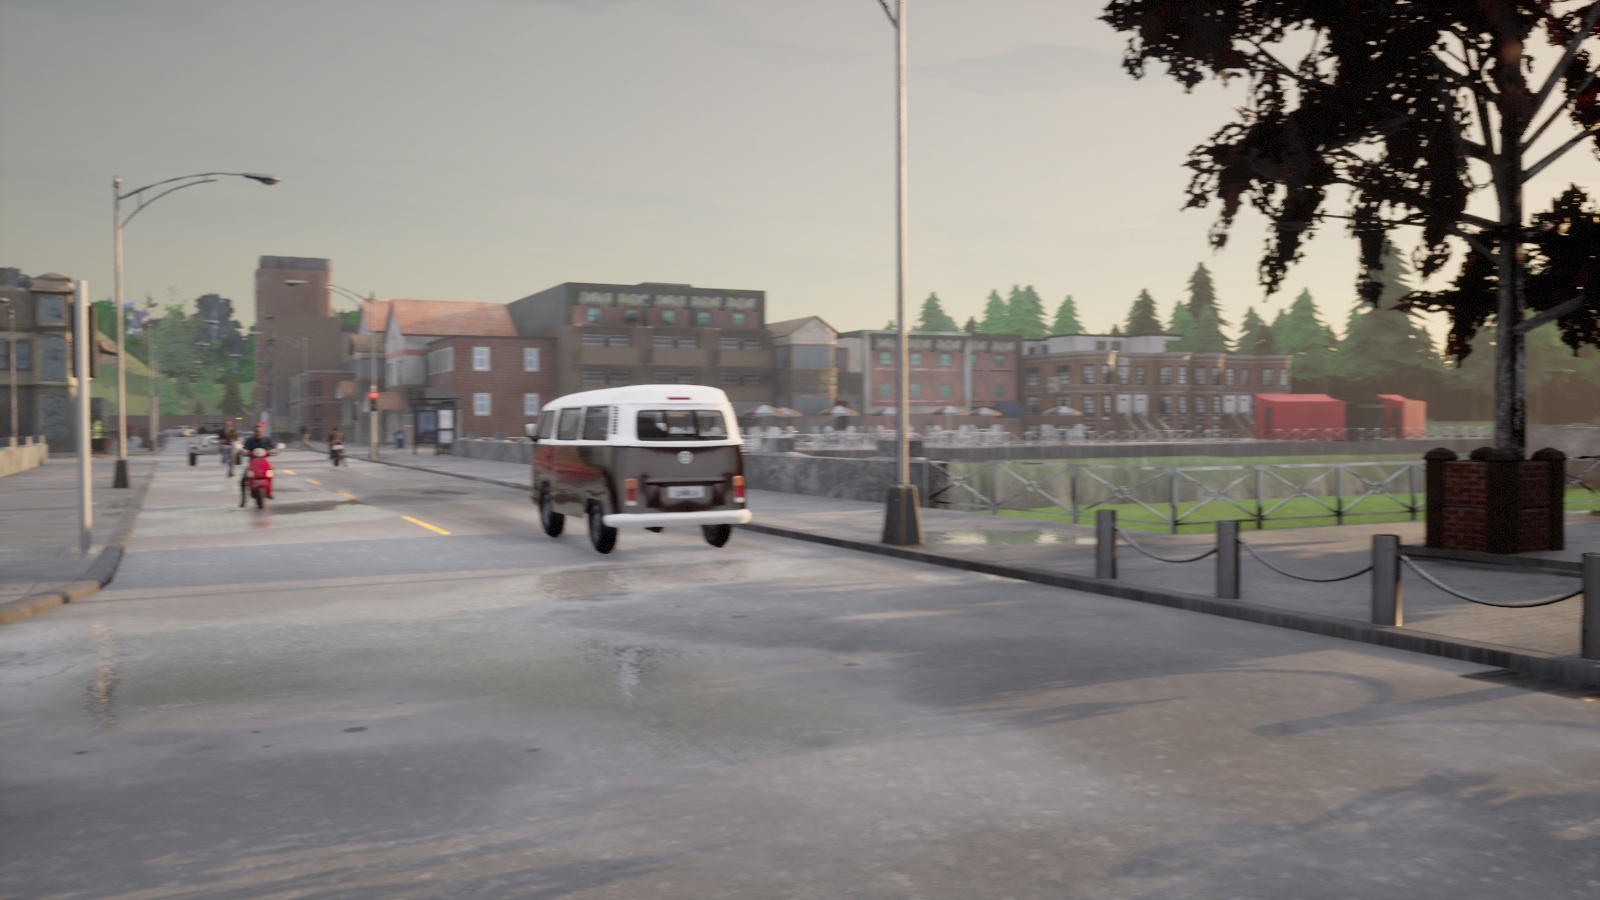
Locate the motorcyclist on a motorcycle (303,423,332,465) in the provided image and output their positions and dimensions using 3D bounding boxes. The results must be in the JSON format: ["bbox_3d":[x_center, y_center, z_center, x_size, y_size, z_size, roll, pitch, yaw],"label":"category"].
[{"bbox_3d":[-17.984,-0.240,46.787,0.797,1.523,2.044,-1,1,-27],"label":"motorcyclist on a motorcycle"}]

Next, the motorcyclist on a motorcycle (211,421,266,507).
[{"bbox_3d":[-10.777,0.237,24.069,0.866,1.590,1.817,-1,1,-26],"label":"motorcyclist on a motorcycle"}]

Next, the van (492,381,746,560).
[{"bbox_3d":[-2.571,0.177,16.762,2.069,2.038,4.480,0,1,-26],"label":"van"}]

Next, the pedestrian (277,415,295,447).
[{"bbox_3d":[-31.087,-1.157,75.971,0.563,1.883,0.849,1,1,32],"label":"pedestrian"}]

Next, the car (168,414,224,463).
[{"bbox_3d":[-24.205,-0.489,50.241,1.932,1.855,4.605,-1,1,-27],"label":"car"}]
